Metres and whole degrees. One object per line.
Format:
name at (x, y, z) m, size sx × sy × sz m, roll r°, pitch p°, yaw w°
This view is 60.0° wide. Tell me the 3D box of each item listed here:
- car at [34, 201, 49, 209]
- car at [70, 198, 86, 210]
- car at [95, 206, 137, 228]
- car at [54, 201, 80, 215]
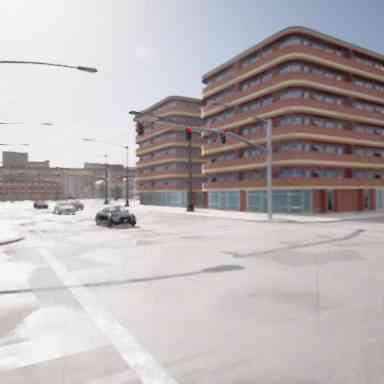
car at (-25.264, 2.151, 55.579) m, size 2.033 × 1.411 × 5.357 m, roll 0°, pitch 0°, yaw -32°
car at (-17.688, 1.999, 50.130) m, size 2.033 × 1.411 × 5.357 m, roll 0°, pitch 0°, yaw -32°
car at (-5.544, 1.751, 24.094) m, size 1.994 × 1.385 × 4.181 m, roll 0°, pitch 0°, yaw -33°
car at (-14.954, 1.891, 39.029) m, size 1.812 × 1.442 × 4.674 m, roll 0°, pitch 0°, yaw -32°
